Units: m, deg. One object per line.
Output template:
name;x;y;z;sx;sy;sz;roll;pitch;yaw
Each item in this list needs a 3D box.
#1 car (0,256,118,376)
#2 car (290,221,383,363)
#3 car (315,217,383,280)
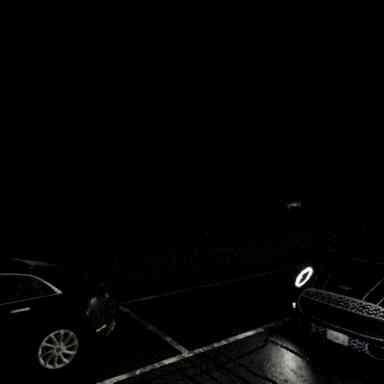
car;-3.108;1.551;3.976;4.403;1.369;2.008;0;0;-35
car;3.774;1.352;5.747;4.553;1.767;2.097;0;0;-35
car;5.893;1.582;10.365;4.206;1.307;1.802;0;0;-35
